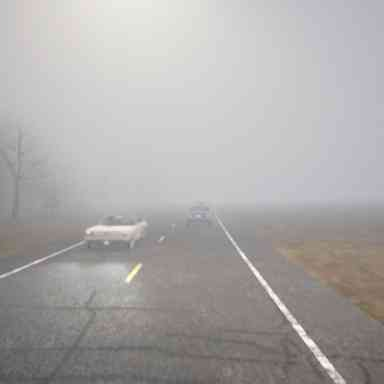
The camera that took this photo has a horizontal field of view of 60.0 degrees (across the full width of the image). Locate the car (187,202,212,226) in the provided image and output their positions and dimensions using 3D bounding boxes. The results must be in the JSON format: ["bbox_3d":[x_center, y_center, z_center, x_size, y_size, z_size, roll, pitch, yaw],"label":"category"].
[{"bbox_3d":[0.561,1.706,25.096,2.033,1.411,5.357,0,0,2],"label":"car"}]

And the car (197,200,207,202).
[{"bbox_3d":[1.307,1.786,42.277,1.812,1.442,4.674,0,-1,3],"label":"car"}]

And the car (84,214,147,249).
[{"bbox_3d":[-3.303,1.698,15.176,1.895,1.301,4.718,0,0,1],"label":"car"}]
